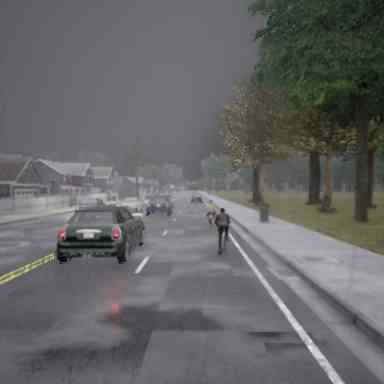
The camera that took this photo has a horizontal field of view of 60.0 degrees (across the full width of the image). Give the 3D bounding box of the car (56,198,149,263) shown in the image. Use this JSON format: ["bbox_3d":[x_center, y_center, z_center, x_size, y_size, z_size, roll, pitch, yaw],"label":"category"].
[{"bbox_3d":[-2.985,1.267,11.812,2.097,1.767,4.553,0,0,1],"label":"car"}]

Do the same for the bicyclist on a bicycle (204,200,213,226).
[{"bbox_3d":[1.132,1.269,19.948,0.866,1.612,1.509,0,0,1],"label":"bicyclist on a bicycle"}]

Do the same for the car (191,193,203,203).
[{"bbox_3d":[0.804,1.083,56.141,1.812,1.442,4.674,0,1,1],"label":"car"}]

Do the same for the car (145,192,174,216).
[{"bbox_3d":[-2.765,1.127,29.584,2.097,1.767,4.553,0,0,1],"label":"car"}]

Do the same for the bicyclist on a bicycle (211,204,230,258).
[{"bbox_3d":[1.056,1.355,11.318,0.582,1.620,1.656,0,0,1],"label":"bicyclist on a bicycle"}]

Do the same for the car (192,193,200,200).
[{"bbox_3d":[0.930,0.916,74.072,1.837,1.490,4.892,0,0,1],"label":"car"}]

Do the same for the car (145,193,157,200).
[{"bbox_3d":[-8.852,0.909,71.596,1.882,1.535,5.008,0,0,1],"label":"car"}]

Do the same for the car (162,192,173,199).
[{"bbox_3d":[-5.548,0.759,75.999,1.882,1.535,5.008,0,0,1],"label":"car"}]
